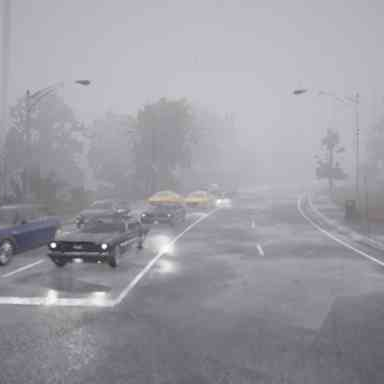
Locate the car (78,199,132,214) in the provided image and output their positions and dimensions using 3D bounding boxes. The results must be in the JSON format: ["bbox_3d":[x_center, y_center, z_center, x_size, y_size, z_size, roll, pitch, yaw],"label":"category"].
[{"bbox_3d":[-5.127,1.195,19.985,1.837,1.490,4.892,0,2,10],"label":"car"}]

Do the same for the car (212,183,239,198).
[{"bbox_3d":[4.598,-0.080,42.212,2.128,1.511,4.902,0,4,21],"label":"car"}]

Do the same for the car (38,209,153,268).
[{"bbox_3d":[-2.856,1.509,11.171,1.895,1.301,4.718,0,1,6],"label":"car"}]

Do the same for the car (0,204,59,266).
[{"bbox_3d":[-6.332,1.255,11.284,2.097,1.767,4.553,0,1,7],"label":"car"}]

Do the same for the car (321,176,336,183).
[{"bbox_3d":[32.826,-3.032,80.044,1.812,1.442,4.674,0,4,45],"label":"car"}]

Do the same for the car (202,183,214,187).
[{"bbox_3d":[2.294,-0.392,45.923,2.097,1.767,4.553,0,4,22],"label":"car"}]

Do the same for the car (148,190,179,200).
[{"bbox_3d":[-2.583,0.657,31.465,1.882,1.535,5.008,0,3,16],"label":"car"}]

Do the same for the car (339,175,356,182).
[{"bbox_3d":[37.230,-3.179,79.533,5.357,1.411,2.033,-5,4,-43],"label":"car"}]

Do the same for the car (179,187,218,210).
[{"bbox_3d":[0.678,0.689,30.148,1.882,1.535,5.008,0,3,15],"label":"car"}]

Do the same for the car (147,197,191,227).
[{"bbox_3d":[-1.562,1.273,20.205,1.895,1.301,4.718,0,2,10],"label":"car"}]
